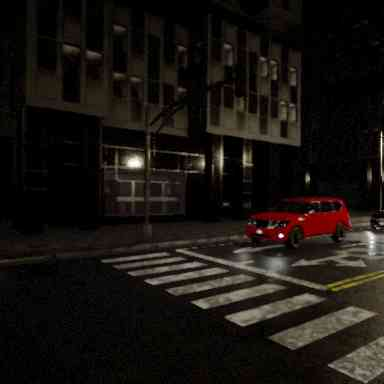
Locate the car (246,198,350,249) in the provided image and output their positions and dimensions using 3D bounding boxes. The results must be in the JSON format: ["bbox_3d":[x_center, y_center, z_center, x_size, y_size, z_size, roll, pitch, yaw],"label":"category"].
[{"bbox_3d":[5.009,1.288,15.239,5.566,2.045,2.150,0,0,-36],"label":"car"}]

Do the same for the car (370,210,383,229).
[{"bbox_3d":[13.214,1.607,21.080,4.902,1.511,2.128,0,0,-35],"label":"car"}]
